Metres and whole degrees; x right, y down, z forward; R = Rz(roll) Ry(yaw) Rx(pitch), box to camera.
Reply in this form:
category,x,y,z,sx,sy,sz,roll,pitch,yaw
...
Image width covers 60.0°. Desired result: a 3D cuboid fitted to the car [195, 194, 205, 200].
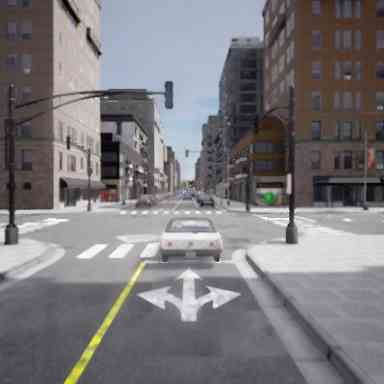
category,x,y,z,sx,sy,sz,roll,pitch,yaw
car,1.709,1.035,70.391,2.008,1.369,4.403,0,0,0

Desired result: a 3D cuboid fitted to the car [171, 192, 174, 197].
category,x,y,z,sx,sy,sz,roll,pitch,yaw
car,-6.451,0.938,86.856,2.008,1.369,4.403,0,0,0

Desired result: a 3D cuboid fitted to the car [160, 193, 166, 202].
category,x,y,z,sx,sy,sz,roll,pitch,yaw
car,-6.225,1.136,59.304,1.802,1.307,4.206,0,0,0

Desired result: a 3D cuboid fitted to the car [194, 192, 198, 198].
category,x,y,z,sx,sy,sz,roll,pitch,yaw
car,1.799,1.120,59.370,1.947,1.339,4.313,0,0,0

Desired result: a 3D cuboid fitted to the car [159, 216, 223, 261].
category,x,y,z,sx,sy,sz,roll,pitch,yaw
car,-0.046,1.493,11.811,1.895,1.301,4.718,0,1,0

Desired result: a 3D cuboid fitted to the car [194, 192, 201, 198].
category,x,y,z,sx,sy,sz,roll,pitch,yaw
car,1.529,0.795,92.432,1.967,1.590,4.097,0,0,0

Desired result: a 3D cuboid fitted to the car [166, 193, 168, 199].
category,x,y,z,sx,sy,sz,roll,pitch,yaw
car,-6.271,1.069,64.815,2.008,1.369,4.403,0,0,0

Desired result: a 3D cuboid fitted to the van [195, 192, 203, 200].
category,x,y,z,sx,sy,sz,roll,pitch,yaw
van,1.664,0.792,75.900,1.690,1.788,3.998,0,0,0

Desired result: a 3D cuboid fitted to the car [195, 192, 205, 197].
category,x,y,z,sx,sy,sz,roll,pitch,yaw
car,1.844,1.172,53.860,1.802,1.307,4.206,0,0,0

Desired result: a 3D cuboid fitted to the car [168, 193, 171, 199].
category,x,y,z,sx,sy,sz,roll,pitch,yaw
car,-6.361,0.891,75.835,1.967,1.590,4.097,0,0,0

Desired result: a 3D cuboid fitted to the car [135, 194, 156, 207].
category,x,y,z,sx,sy,sz,roll,pitch,yaw
car,-6.090,1.107,42.772,1.967,1.590,4.097,0,0,0

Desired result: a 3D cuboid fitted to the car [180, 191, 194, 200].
category,x,y,z,sx,sy,sz,roll,pitch,yaw
car,-0.925,1.018,69.962,2.033,1.411,5.357,0,0,0

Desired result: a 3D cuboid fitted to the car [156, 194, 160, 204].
category,x,y,z,sx,sy,sz,roll,pitch,yaw
car,-6.135,1.069,48.283,1.967,1.590,4.097,0,0,0

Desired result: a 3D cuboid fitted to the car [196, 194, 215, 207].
category,x,y,z,sx,sy,sz,roll,pitch,yaw
car,1.935,1.233,42.838,1.947,1.339,4.313,0,0,0
